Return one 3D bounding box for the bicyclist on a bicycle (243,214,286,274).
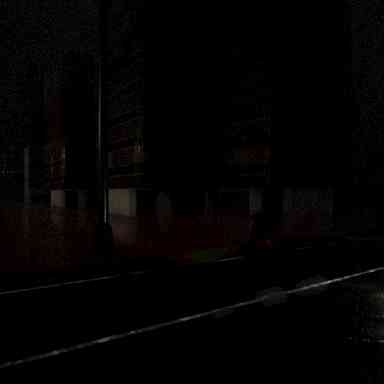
[{"bbox_3d":[2.017,1.455,9.543,0.582,1.620,1.656,0,-2,-34],"label":"bicyclist on a bicycle"}]
